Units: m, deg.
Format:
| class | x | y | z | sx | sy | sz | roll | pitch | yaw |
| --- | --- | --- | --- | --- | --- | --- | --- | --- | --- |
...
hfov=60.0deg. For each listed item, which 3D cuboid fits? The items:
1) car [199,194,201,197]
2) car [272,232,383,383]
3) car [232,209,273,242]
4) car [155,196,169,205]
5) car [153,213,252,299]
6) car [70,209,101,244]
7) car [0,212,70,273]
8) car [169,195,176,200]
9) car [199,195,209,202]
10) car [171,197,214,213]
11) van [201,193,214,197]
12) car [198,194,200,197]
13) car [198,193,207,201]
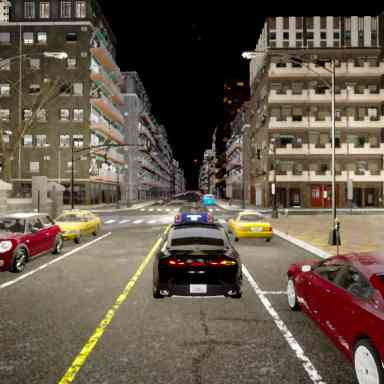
| class | x | y | z | sx | sy | sz | roll | pitch | yaw |
| --- | --- | --- | --- | --- | --- | --- | --- | --- | --- |
| car | 2.745 | 1.519 | 59.734 | 1.887 | 1.381 | 4.507 | 1 | 0 | 0 |
| car | 2.703 | 1.546 | 4.835 | 1.887 | 1.381 | 4.507 | 1 | 0 | 0 |
| car | 2.712 | 1.527 | 16.239 | 1.752 | 1.417 | 4.829 | 1 | 0 | 0 |
| car | -5.635 | 1.556 | 59.796 | 1.802 | 1.307 | 4.206 | 1 | 0 | 0 |
| car | 0.109 | 1.506 | 8.458 | 1.837 | 1.490 | 4.892 | 0 | 0 | 0 |
| car | -5.669 | 1.527 | 15.923 | 1.752 | 1.417 | 4.829 | 1 | 0 | 0 |
| car | -5.672 | 1.442 | 10.478 | 1.967 | 1.590 | 4.097 | 1 | 0 | 0 |
| car | -5.613 | 1.516 | 88.152 | 1.802 | 1.307 | 4.206 | 1 | 0 | 0 |
| car | 2.759 | 1.503 | 76.746 | 2.008 | 1.369 | 4.403 | 1 | 0 | 0 |
| car | 0.134 | 1.354 | 18.718 | 2.097 | 1.767 | 4.553 | 0 | 0 | 1 |
| van | 2.744 | 1.321 | 54.061 | 1.690 | 1.788 | 3.998 | 1 | 0 | 0 |
| car | 2.749 | 1.534 | 65.404 | 1.947 | 1.339 | 4.313 | 1 | 0 | 0 |
| car | 2.770 | 1.249 | 88.088 | 2.192 | 1.841 | 5.009 | 1 | 0 | 0 |
